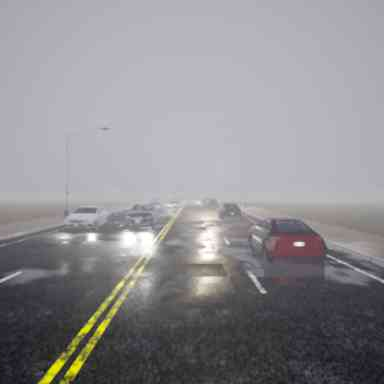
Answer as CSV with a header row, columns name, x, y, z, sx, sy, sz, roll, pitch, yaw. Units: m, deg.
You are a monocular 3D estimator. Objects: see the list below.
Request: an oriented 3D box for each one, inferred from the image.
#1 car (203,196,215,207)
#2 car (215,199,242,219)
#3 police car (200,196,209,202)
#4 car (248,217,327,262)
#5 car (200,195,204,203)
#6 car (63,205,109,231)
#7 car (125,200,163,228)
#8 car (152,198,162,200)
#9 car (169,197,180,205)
name,x,y,z,sx,sy,sz,roll,pitch,yaw
car,3.247,1.702,54.294,1.812,1.442,4.674,0,0,0
car,3.335,1.624,29.808,1.812,1.442,4.674,0,0,0
police car,3.246,1.781,87.294,2.038,1.542,4.974,0,0,0
car,3.350,1.606,12.395,1.994,1.385,4.181,0,0,0
car,3.246,1.641,65.294,2.033,1.649,4.856,0,0,0
car,-6.601,1.596,21.305,1.812,1.442,4.674,0,0,0
car,-3.350,1.568,22.992,2.128,1.511,4.902,0,0,0
car,-6.527,1.746,61.974,2.033,1.411,5.357,0,0,1
car,-3.270,1.750,63.339,2.033,1.411,5.357,0,0,1
